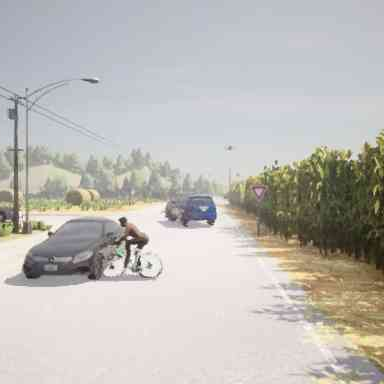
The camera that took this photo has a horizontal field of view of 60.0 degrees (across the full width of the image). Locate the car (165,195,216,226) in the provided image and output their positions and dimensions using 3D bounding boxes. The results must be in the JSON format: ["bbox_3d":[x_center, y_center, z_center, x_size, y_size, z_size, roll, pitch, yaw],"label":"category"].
[{"bbox_3d":[-0.116,1.218,23.611,2.150,2.045,5.566,1,0,-18],"label":"car"}]

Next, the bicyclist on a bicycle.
[{"bbox_3d":[-1.583,1.455,8.530,1.656,1.620,0.582,-2,0,3],"label":"bicyclist on a bicycle"}]

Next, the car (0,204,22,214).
[{"bbox_3d":[-15.093,1.464,24.645,4.902,1.511,2.128,0,0,3],"label":"car"}]

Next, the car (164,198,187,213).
[{"bbox_3d":[-1.773,1.505,37.891,1.837,1.490,4.892,0,0,7],"label":"car"}]

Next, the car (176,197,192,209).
[{"bbox_3d":[-1.087,1.504,47.760,1.837,1.490,4.892,0,0,3],"label":"car"}]

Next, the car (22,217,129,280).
[{"bbox_3d":[-3.183,1.525,10.116,1.812,1.442,4.674,0,0,3],"label":"car"}]

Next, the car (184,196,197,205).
[{"bbox_3d":[-0.244,1.547,61.946,2.033,1.411,5.357,0,0,4],"label":"car"}]
